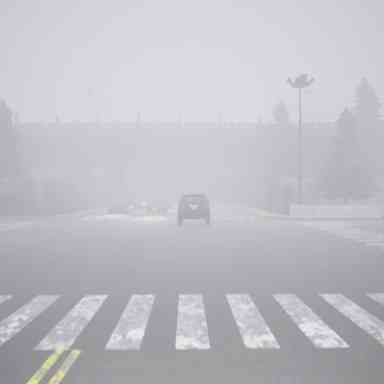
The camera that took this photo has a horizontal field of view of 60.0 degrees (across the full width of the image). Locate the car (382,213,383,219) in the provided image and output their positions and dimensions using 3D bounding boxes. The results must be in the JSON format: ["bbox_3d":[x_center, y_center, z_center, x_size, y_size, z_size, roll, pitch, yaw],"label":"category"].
[{"bbox_3d":[15.605,1.394,22.538,4.902,1.511,2.128,0,0,2],"label":"car"}]

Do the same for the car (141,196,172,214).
[{"bbox_3d":[-3.542,1.427,34.007,2.128,1.511,4.902,0,0,0],"label":"car"}]

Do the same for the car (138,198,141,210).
[{"bbox_3d":[-7.028,1.467,42.726,2.033,1.411,5.357,0,0,0],"label":"car"}]

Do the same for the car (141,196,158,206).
[{"bbox_3d":[-6.966,1.389,55.097,2.128,1.511,4.902,0,0,1],"label":"car"}]

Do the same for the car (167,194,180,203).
[{"bbox_3d":[-3.913,1.276,69.156,2.097,1.767,4.553,0,0,-11],"label":"car"}]

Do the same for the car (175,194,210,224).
[{"bbox_3d":[0.129,1.142,23.969,2.150,2.045,5.566,0,0,0],"label":"car"}]

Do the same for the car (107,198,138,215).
[{"bbox_3d":[-7.084,1.501,33.488,1.994,1.385,4.181,0,0,2],"label":"car"}]

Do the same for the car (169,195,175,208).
[{"bbox_3d":[-3.520,1.483,42.895,1.994,1.385,4.181,0,0,1],"label":"car"}]
